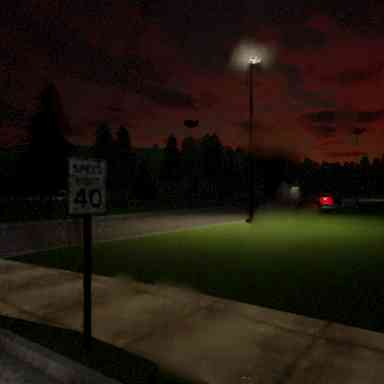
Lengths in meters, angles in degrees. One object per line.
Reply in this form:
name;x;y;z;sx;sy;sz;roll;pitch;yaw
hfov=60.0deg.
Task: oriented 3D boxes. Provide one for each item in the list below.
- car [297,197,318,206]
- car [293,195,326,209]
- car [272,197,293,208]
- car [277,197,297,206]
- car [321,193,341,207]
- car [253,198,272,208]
car;19.159;1.545;55.043;1.812;1.442;4.674;0;0;37
car;15.914;1.507;44.873;2.128;1.511;4.902;0;0;38
car;13.666;1.587;47.689;1.994;1.385;4.181;0;0;38
car;16.369;1.553;57.156;1.812;1.442;4.674;0;0;37
car;21.966;1.233;52.954;2.150;2.045;5.566;0;0;37
car;10.878;1.595;49.805;1.994;1.385;4.181;0;0;38
